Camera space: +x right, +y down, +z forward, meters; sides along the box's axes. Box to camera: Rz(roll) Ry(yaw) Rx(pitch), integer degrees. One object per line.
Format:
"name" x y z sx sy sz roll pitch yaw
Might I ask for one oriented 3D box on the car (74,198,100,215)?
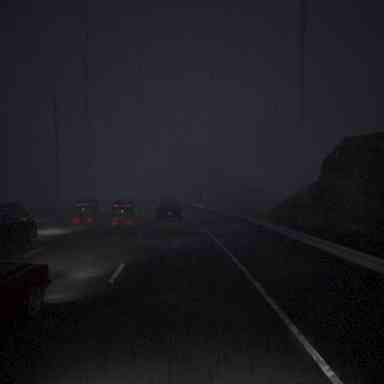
"car" -9.920 1.307 31.554 2.128 1.511 4.902 0 0 -10

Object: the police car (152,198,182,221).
"police car" -1.940 1.267 26.051 1.930 1.638 5.238 0 0 -8

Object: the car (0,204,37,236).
"car" -7.507 1.423 12.454 2.128 1.511 4.902 0 0 -4

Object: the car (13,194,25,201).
"car" -36.190 1.134 69.644 1.812 1.442 4.674 0 0 -24

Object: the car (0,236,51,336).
"car" -3.550 1.579 4.196 1.895 1.301 4.718 0 0 -1

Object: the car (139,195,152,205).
"car" -7.056 1.222 50.558 1.812 1.442 4.674 0 0 -15

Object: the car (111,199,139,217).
"car" -5.954 1.317 29.061 2.128 1.511 4.902 0 0 -9

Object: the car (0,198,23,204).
"car" -11.947 1.385 21.647 1.837 1.490 4.892 0 0 -7
